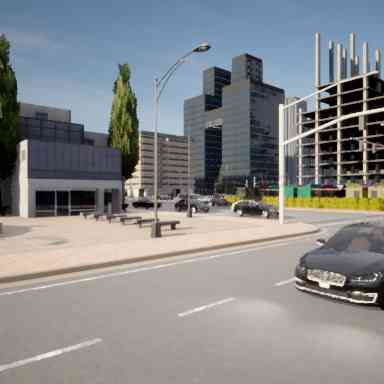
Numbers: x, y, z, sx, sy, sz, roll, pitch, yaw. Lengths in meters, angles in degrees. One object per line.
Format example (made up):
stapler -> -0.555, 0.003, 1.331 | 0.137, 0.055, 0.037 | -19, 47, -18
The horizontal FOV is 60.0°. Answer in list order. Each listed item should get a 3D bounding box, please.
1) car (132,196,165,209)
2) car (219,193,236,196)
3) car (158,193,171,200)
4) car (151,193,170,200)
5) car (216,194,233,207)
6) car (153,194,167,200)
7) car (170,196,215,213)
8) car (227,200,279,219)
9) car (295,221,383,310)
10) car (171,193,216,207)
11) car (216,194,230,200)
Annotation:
car -> -6.093, 1.600, 44.433 | 1.895, 1.301, 4.718 | 0, 0, -38
car -> 7.960, 1.394, 67.782 | 3.806, 1.475, 1.970 | 0, 0, -40
car -> -6.441, 1.155, 85.095 | 3.866, 1.878, 1.905 | 0, 0, -40
car -> -8.247, 1.152, 87.357 | 4.605, 1.855, 1.932 | 0, 0, -40
car -> 3.224, 1.491, 49.881 | 2.128, 1.511, 4.902 | 0, 0, -38
car -> -6.398, 1.477, 50.499 | 1.882, 1.535, 5.008 | 0, 0, -38
car -> -0.017, 1.504, 36.709 | 1.837, 1.490, 4.892 | 0, 0, -38
car -> 5.803, 1.491, 29.316 | 2.128, 1.511, 4.902 | 0, 0, -38
car -> 4.332, 1.505, 7.856 | 4.892, 1.490, 1.837 | 0, 0, -41
car -> 0.093, 1.221, 42.226 | 2.150, 2.045, 5.566 | 0, 0, -38
car -> 8.729, 1.394, 94.167 | 3.806, 1.475, 1.970 | 0, 0, -40
